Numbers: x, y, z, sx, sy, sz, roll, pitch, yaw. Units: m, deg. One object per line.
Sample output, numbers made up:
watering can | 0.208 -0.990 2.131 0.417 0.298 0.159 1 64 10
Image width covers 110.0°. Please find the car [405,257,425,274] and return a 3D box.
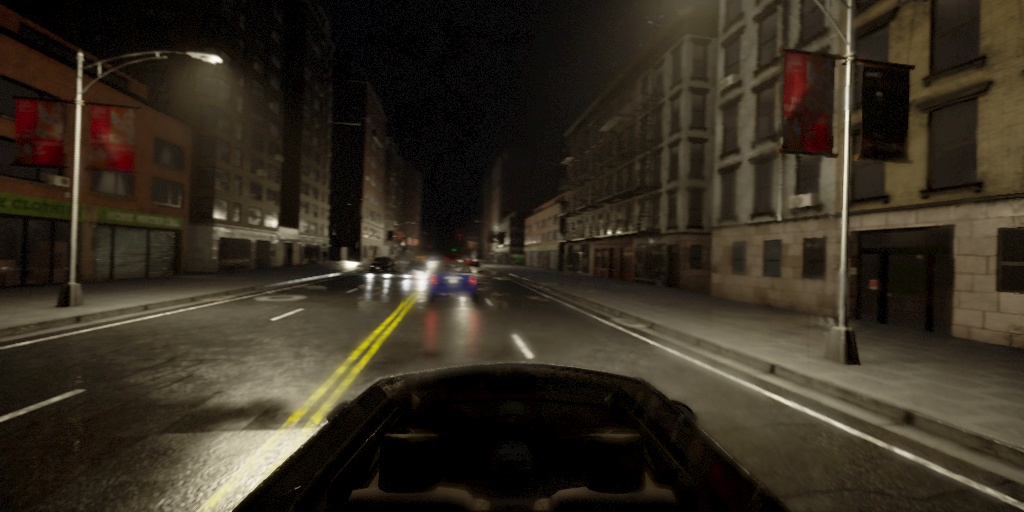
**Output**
car | -9.404 1.045 35.673 1.895 1.301 4.718 2 0 -9

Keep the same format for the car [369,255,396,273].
car | -12.560 0.850 34.900 1.837 1.490 4.892 2 0 -9

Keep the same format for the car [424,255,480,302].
car | -2.689 1.013 16.410 2.097 1.767 4.553 2 0 -9

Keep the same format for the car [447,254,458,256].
car | -9.385 0.656 56.531 2.150 2.045 5.566 2 0 -9
